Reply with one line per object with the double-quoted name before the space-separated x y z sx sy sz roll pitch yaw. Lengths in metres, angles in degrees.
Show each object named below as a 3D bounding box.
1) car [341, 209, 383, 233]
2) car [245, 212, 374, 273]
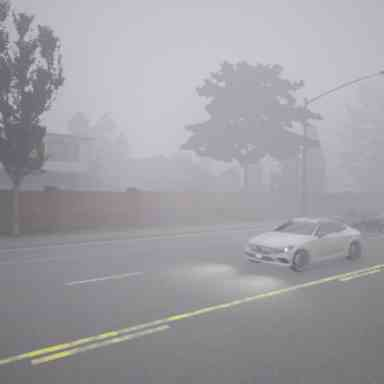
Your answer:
"car" 9.370 1.681 19.166 4.181 1.385 1.994 1 0 -35
"car" 3.837 1.584 11.004 4.674 1.442 1.812 0 0 -35
